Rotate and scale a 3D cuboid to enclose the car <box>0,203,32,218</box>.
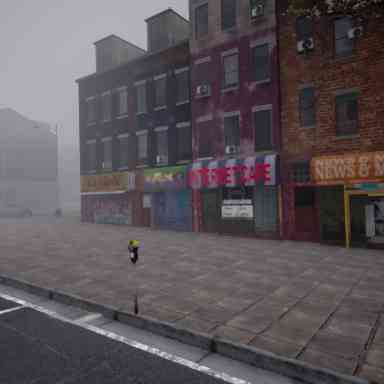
[{"bbox_3d":[-16.249,1.631,28.974,1.994,1.385,4.181,-2,-1,36],"label":"car"}]

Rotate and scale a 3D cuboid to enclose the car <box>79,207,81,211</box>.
[{"bbox_3d":[-10.028,1.608,37.622,2.033,1.411,5.357,-2,-1,35],"label":"car"}]
